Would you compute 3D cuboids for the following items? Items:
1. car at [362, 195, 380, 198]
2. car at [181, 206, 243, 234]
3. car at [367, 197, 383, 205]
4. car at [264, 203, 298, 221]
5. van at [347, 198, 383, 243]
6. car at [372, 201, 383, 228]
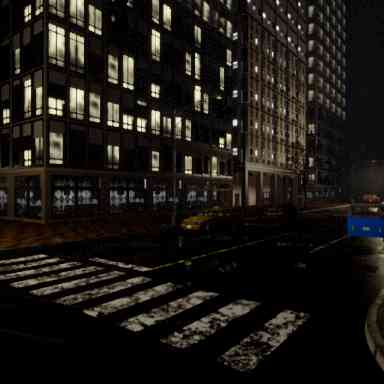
[{"bbox_3d":[31.165,1.375,58.221,2.192,1.841,5.009,0,0,38],"label":"car"},{"bbox_3d":[1.306,1.534,19.631,1.752,1.417,4.829,0,0,38],"label":"car"},{"bbox_3d":[34.557,1.619,62.629,2.008,1.369,4.403,0,0,38],"label":"car"},{"bbox_3d":[7.413,1.598,27.354,1.802,1.307,4.206,0,0,38],"label":"car"},{"bbox_3d":[8.696,1.366,15.918,1.690,1.788,3.998,0,0,38],"label":"van"},{"bbox_3d":[13.658,1.470,22.548,1.967,1.590,4.097,0,0,38],"label":"car"}]
